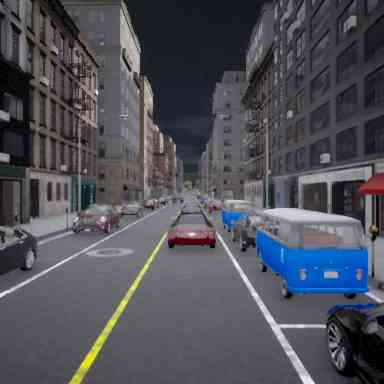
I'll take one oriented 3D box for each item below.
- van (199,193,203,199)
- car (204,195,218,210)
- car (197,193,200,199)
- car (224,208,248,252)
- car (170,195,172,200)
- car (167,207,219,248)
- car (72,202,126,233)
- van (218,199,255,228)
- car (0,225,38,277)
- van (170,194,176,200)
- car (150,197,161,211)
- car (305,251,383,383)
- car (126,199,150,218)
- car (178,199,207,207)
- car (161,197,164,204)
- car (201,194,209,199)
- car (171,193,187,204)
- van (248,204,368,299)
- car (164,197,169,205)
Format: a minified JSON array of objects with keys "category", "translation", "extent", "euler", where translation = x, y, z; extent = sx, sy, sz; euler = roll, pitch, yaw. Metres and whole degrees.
[{"category":"van","translation":[2.637,1.375,57.759],"extent":[1.690,1.788,3.998],"euler":[0,0,0]},{"category":"car","translation":[2.637,1.457,35.715],"extent":[1.967,1.590,4.097],"euler":[0,0,0]},{"category":"car","translation":[2.637,1.352,63.271],"extent":[2.192,1.841,5.009],"euler":[0,0,0]},{"category":"car","translation":[2.637,1.550,13.672],"extent":[2.008,1.369,4.403],"euler":[0,0,0]},{"category":"car","translation":[-5.388,1.603,63.270],"extent":[1.947,1.339,4.313],"euler":[0,0,0]},{"category":"car","translation":[0.000,1.574,14.650],"extent":[1.994,1.385,4.181],"euler":[0,0,0]},{"category":"car","translation":[-5.388,1.443,19.183],"extent":[1.967,1.590,4.097],"euler":[0,0,0]},{"category":"van","translation":[2.637,1.344,19.183],"extent":[1.690,1.788,3.998],"euler":[0,0,0]},{"category":"car","translation":[-5.388,1.548,8.161],"extent":[2.008,1.369,4.403],"euler":[0,0,0]},{"category":"van","translation":[-5.408,1.395,95.234],"extent":[1.690,1.788,3.998],"euler":[0,0,0]},{"category":"car","translation":[-5.388,1.566,41.226],"extent":[1.887,1.381,4.507],"euler":[0,0,0]},{"category":"car","translation":[2.637,1.563,2.651],"extent":[1.947,1.339,4.313],"euler":[0,0,0]},{"category":"car","translation":[-5.388,1.563,30.204],"extent":[2.008,1.369,4.403],"euler":[0,0,0]},{"category":"car","translation":[0.000,1.585,29.651],"extent":[1.994,1.385,4.181],"euler":[0,0,0]},{"category":"car","translation":[-5.388,1.607,46.737],"extent":[1.802,1.307,4.206],"euler":[0,0,0]},{"category":"car","translation":[2.637,1.466,46.738],"extent":[1.967,1.590,4.097],"euler":[0,0,0]},{"category":"car","translation":[-2.750,1.367,67.621],"extent":[2.150,2.045,5.566],"euler":[0,0,0]},{"category":"van","translation":[2.637,1.339,8.161],"extent":[1.690,1.788,3.998],"euler":[0,0,0]},{"category":"car","translation":[-5.388,1.578,57.760],"extent":[1.887,1.381,4.507],"euler":[0,0,0]}]
